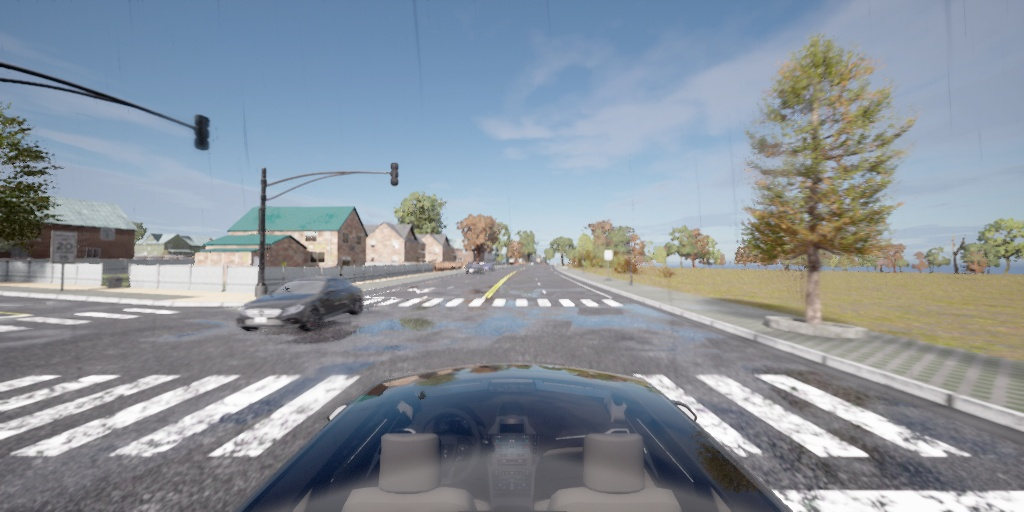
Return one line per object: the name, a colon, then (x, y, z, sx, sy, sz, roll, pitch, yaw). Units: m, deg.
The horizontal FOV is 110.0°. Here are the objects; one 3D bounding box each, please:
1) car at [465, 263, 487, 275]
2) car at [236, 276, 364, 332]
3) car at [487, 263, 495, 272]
car: (-5.046, 1.754, 48.334, 2.128, 1.511, 4.902, 0, -1, 3)
car: (-6.377, 1.392, 11.471, 1.812, 1.442, 4.674, 0, -1, 1)
car: (-4.161, 1.907, 62.613, 1.812, 1.442, 4.674, 0, -1, 4)
